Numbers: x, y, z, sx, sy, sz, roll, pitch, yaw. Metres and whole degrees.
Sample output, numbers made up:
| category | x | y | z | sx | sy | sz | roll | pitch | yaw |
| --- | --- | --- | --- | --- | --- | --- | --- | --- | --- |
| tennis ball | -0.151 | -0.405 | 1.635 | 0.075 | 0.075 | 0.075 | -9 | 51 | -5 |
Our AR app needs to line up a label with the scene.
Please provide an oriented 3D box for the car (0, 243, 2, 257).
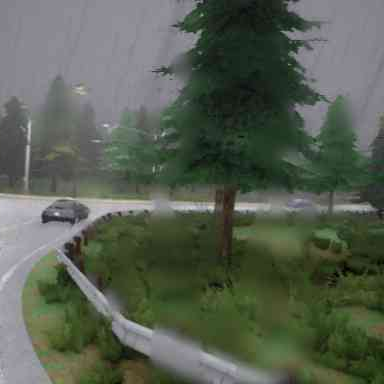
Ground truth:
| category | x | y | z | sx | sy | sz | roll | pitch | yaw |
| --- | --- | --- | --- | --- | --- | --- | --- | --- | --- |
| car | -6.154 | 1.402 | 8.371 | 1.882 | 1.535 | 5.008 | 3 | 0 | -23 |

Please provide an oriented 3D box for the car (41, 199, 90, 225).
| category | x | y | z | sx | sy | sz | roll | pitch | yaw |
| --- | --- | --- | --- | --- | --- | --- | --- | --- | --- |
| car | -7.932 | 1.162 | 21.235 | 1.994 | 1.385 | 4.181 | 4 | 2 | -3 |

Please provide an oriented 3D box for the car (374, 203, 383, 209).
| category | x | y | z | sx | sy | sz | roll | pitch | yaw |
| --- | --- | --- | --- | --- | --- | --- | --- | --- | --- |
| car | 31.604 | 2.080 | 55.173 | 4.553 | 1.767 | 2.097 | 2 | 3 | -33 |

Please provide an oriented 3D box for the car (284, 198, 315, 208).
| category | x | y | z | sx | sy | sz | roll | pitch | yaw |
| --- | --- | --- | --- | --- | --- | --- | --- | --- | --- |
| car | 14.376 | 1.555 | 44.305 | 4.674 | 1.442 | 1.812 | 2 | 3 | -32 |
